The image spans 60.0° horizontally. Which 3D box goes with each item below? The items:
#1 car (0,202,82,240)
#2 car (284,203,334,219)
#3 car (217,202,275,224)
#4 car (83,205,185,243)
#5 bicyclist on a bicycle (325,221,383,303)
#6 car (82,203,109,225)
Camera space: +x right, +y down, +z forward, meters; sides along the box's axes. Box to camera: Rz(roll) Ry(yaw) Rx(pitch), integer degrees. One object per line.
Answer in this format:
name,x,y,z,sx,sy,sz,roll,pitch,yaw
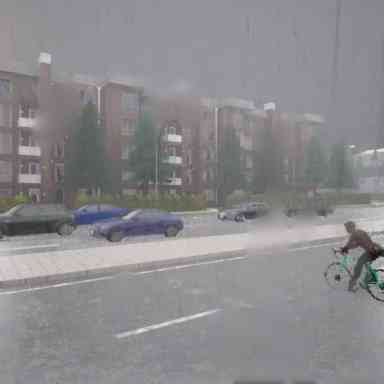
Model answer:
car,-8.222,1.352,16.513,4.553,1.767,2.097,0,0,-35
car,10.247,1.666,29.106,4.718,1.301,1.895,0,0,-35
car,4.125,1.492,25.006,4.902,1.511,2.128,0,0,-34
car,-2.549,1.526,16.164,4.674,1.442,1.812,0,0,-34
bicyclist on a bicycle,3.556,1.455,7.105,0.582,1.620,1.656,0,-2,-35
car,-6.623,1.477,21.857,5.008,1.535,1.882,0,0,-34
